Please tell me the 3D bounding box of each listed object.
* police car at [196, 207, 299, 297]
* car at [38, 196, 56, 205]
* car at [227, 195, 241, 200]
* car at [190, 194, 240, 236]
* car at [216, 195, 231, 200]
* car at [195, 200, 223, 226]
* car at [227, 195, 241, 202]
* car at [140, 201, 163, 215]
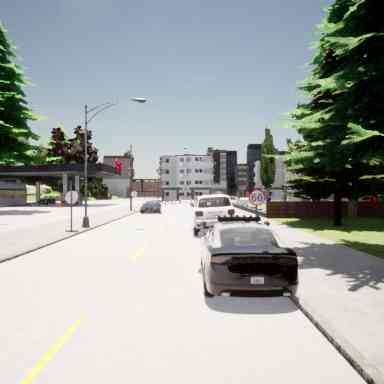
[{"bbox_3d":[1.202,1.425,8.714,1.930,1.638,5.238,0,0,0],"label":"police car"},{"bbox_3d":[-23.928,1.412,54.792,1.845,1.501,3.633,0,0,0],"label":"car"},{"bbox_3d":[11.090,1.515,87.362,1.853,1.218,4.536,0,0,30],"label":"car"},{"bbox_3d":[1.134,1.174,18.634,2.150,2.045,5.566,-3,0,0],"label":"car"},{"bbox_3d":[8.319,1.429,87.751,3.633,1.501,1.845,0,0,11],"label":"car"},{"bbox_3d":[1.187,1.456,24.794,1.801,1.575,5.366,0,0,0],"label":"car"},{"bbox_3d":[11.115,1.673,87.407,2.038,1.542,4.974,0,0,30],"label":"car"},{"bbox_3d":[-4.113,1.564,33.973,1.994,1.385,4.181,0,0,0],"label":"car"}]
